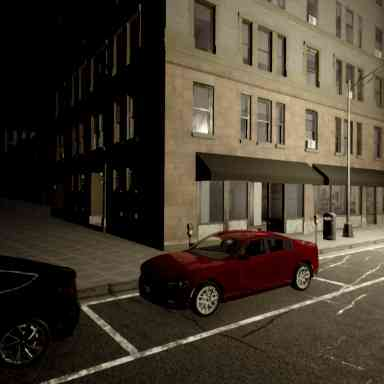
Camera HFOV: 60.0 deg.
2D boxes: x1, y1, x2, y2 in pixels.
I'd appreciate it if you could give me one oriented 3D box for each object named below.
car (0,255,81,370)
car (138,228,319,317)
[{"bbox_3d":[-3.635,1.566,4.166,4.313,1.339,1.947,0,1,-35],"label":"car"},{"bbox_3d":[0.987,1.545,7.455,4.507,1.381,1.887,0,1,-35],"label":"car"}]
